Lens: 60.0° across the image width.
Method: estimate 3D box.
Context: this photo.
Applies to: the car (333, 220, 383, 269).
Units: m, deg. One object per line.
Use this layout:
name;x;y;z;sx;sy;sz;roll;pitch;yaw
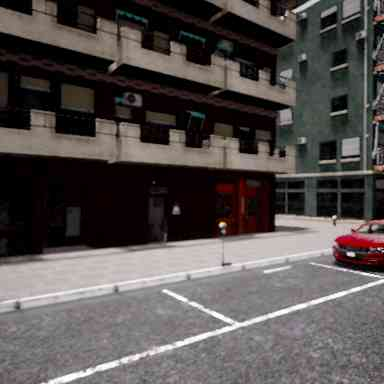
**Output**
car;6.587;1.636;11.262;4.507;1.381;1.887;1;0;-36
